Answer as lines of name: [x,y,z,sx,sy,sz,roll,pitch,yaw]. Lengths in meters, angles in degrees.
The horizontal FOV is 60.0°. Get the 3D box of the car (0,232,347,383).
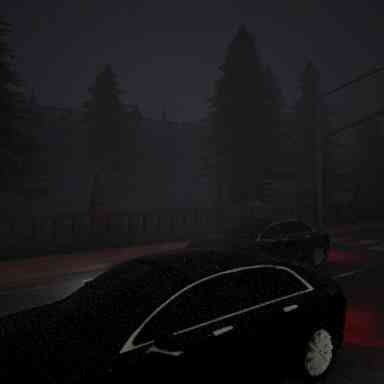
car: [-0.162,1.498,3.836,4.892,1.490,1.837,0,0,-35]

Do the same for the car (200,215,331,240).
car: [2.032,1.476,9.632,4.892,1.490,1.837,0,0,-35]
